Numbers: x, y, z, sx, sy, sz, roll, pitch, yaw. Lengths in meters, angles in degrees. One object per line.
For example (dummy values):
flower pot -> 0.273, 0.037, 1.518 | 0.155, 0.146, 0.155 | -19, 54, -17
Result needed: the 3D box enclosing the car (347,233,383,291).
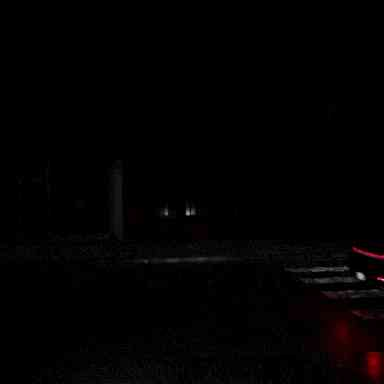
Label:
car -> 5.592, 1.324, 6.390 | 4.902, 1.511, 2.128 | -1, -1, -2
